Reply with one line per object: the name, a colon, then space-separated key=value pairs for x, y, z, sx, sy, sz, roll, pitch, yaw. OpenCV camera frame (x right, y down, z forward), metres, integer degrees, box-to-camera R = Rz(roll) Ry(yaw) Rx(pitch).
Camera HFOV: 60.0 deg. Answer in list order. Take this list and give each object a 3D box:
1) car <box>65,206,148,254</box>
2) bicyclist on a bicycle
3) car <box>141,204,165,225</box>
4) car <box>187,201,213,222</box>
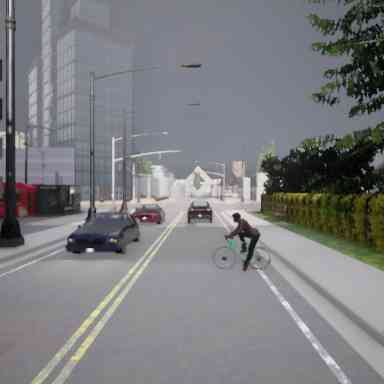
car: x=-3.335 y=1.541 z=13.699 sx=2.033 sy=1.411 sz=5.357 roll=0 pitch=0 yaw=1
bicyclist on a bicycle: x=1.410 y=1.423 z=9.441 sx=1.656 sy=1.620 sz=0.582 roll=0 pitch=0 yaw=1
car: x=-3.091 y=1.553 z=24.018 sx=1.994 sy=1.385 sz=4.181 roll=0 pitch=0 yaw=2
car: x=0.631 y=1.479 z=26.159 sx=2.128 sy=1.511 sz=4.902 roll=0 pitch=0 yaw=1
